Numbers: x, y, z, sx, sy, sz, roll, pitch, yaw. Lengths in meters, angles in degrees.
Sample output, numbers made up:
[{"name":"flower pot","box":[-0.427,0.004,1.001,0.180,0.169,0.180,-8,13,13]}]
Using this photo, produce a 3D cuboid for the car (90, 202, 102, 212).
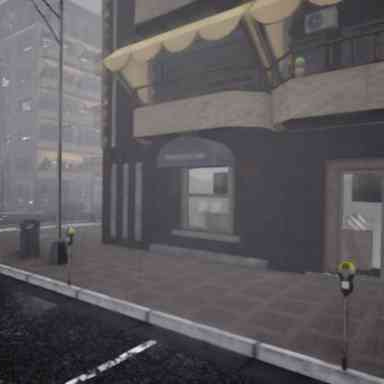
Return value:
[{"name":"car","box":[-10.540,1.775,41.021,1.802,1.307,4.206,0,-1,36]}]

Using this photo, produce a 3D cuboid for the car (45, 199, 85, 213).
[{"name":"car","box":[-13.856,1.523,36.421,1.967,1.590,4.097,0,-1,36]}]
